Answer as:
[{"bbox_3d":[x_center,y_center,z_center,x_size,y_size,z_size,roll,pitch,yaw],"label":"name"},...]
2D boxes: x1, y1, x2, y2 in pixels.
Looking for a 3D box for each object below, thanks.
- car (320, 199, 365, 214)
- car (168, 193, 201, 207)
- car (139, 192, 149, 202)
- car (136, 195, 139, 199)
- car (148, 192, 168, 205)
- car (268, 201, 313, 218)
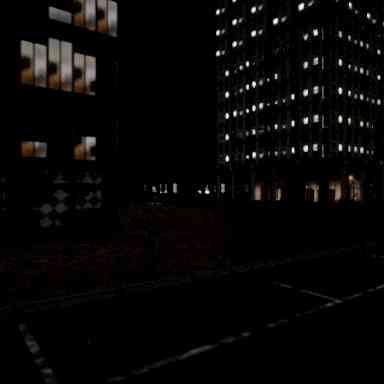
[{"bbox_3d":[14.577,1.345,32.333,1.802,1.307,4.206,1,0,-32],"label":"car"},{"bbox_3d":[-0.931,1.188,41.606,1.802,1.307,4.206,1,0,-33],"label":"car"},{"bbox_3d":[-6.259,0.796,54.357,2.097,1.767,4.553,0,1,-34],"label":"car"},{"bbox_3d":[-9.939,0.834,68.895,1.947,1.339,4.313,1,0,-36],"label":"car"},{"bbox_3d":[-3.878,1.071,46.104,1.752,1.417,4.829,1,0,-33],"label":"car"},{"bbox_3d":[7.956,1.376,27.645,1.802,1.307,4.206,1,0,-32],"label":"car"}]
